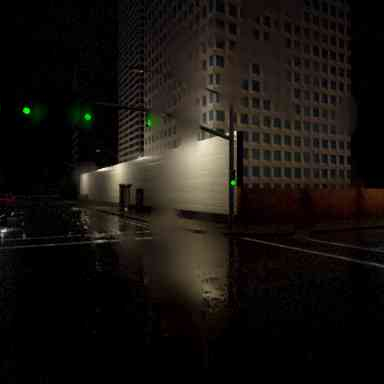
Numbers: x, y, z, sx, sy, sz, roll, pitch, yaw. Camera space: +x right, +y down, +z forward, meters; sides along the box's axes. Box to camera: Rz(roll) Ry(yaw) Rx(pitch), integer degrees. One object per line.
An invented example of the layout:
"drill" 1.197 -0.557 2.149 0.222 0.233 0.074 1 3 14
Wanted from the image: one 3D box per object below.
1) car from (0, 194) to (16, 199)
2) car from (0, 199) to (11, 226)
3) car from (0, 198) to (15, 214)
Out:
"car" -23.228 1.222 41.218 2.150 2.045 5.566 0 0 -27
"car" -13.536 1.492 22.522 1.837 1.490 4.892 0 0 -27
"car" -17.638 1.557 30.428 1.994 1.385 4.181 0 0 -27
